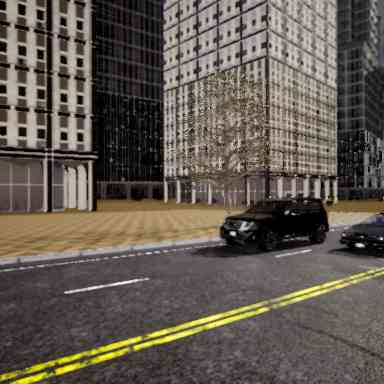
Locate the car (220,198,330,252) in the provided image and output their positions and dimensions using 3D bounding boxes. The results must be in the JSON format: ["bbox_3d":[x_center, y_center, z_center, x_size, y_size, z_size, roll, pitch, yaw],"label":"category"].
[{"bbox_3d":[3.797,1.276,14.592,5.566,2.045,2.150,0,0,-37],"label":"car"}]

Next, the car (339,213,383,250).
[{"bbox_3d":[8.370,1.600,13.979,5.357,1.411,2.033,0,0,-37],"label":"car"}]
